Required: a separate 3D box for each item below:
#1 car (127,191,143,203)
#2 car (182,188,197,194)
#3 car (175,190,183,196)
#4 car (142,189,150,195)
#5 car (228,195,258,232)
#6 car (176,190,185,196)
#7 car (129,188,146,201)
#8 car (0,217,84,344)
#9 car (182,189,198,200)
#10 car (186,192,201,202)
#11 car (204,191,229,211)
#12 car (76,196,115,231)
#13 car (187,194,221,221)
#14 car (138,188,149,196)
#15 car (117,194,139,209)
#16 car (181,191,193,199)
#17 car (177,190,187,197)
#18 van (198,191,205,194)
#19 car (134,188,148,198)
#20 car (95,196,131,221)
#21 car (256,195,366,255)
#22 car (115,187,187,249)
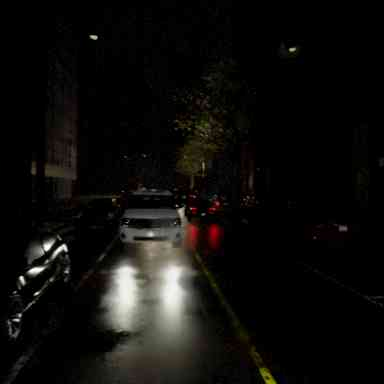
[{"bbox_3d":[-7.672,0.645,45.142,1.752,1.417,4.829,1,1,-6],"label":"car"},{"bbox_3d":[-1.056,0.578,37.082,2.150,2.045,5.566,1,1,-6],"label":"car"},{"bbox_3d":[-3.396,0.184,85.455,1.802,1.307,4.206,1,1,-6],"label":"car"},{"bbox_3d":[-12.470,-0.040,90.162,1.947,1.339,4.313,1,1,-6],"label":"car"},{"bbox_3d":[3.778,1.062,18.167,2.192,1.841,5.009,1,1,-6],"label":"car"},{"bbox_3d":[-2.816,0.213,80.017,1.752,1.417,4.829,1,1,-6],"label":"car"},{"bbox_3d":[-8.285,0.339,50.913,2.192,1.841,5.009,1,1,-6],"label":"car"},{"bbox_3d":[-3.510,1.400,6.067,1.947,1.339,4.313,1,1,-6],"label":"car"},{"bbox_3d":[-0.404,0.368,57.416,2.192,1.841,5.009,1,1,-6],"label":"car"},{"bbox_3d":[0.189,0.710,51.812,1.947,1.339,4.313,1,1,-6],"label":"car"},{"bbox_3d":[2.582,0.981,29.383,1.967,1.590,4.097,1,1,-6],"label":"car"},{"bbox_3d":[-4.702,1.066,17.278,1.967,1.590,4.097,1,1,-6],"label":"car"},{"bbox_3d":[0.479,1.144,22.742,1.812,1.442,4.674,1,1,-5],"label":"car"},{"bbox_3d":[-10.674,-0.026,73.338,2.192,1.841,5.009,1,1,-6],"label":"car"},{"bbox_3d":[-6.496,0.899,34.100,1.802,1.307,4.206,1,1,-6],"label":"car"},{"bbox_3d":[-1.005,0.506,63.026,1.887,1.381,4.507,1,1,-6],"label":"car"},{"bbox_3d":[-2.200,0.346,74.240,1.947,1.339,4.313,1,1,-6],"label":"car"},{"bbox_3d":[1.986,0.779,34.989,1.690,1.788,3.998,1,1,-6],"label":"van"},{"bbox_3d":[-9.479,0.156,62.126,2.192,1.841,5.009,1,1,-6],"label":"car"},{"bbox_3d":[-5.301,1.068,22.886,1.887,1.381,4.507,1,1,-6],"label":"car"},{"bbox_3d":[4.375,1.165,12.561,2.192,1.841,5.009,1,1,-6],"label":"car"},{"bbox_3d":[-1.623,0.955,13.580,2.150,2.045,5.566,1,1,-6],"label":"car"}]
